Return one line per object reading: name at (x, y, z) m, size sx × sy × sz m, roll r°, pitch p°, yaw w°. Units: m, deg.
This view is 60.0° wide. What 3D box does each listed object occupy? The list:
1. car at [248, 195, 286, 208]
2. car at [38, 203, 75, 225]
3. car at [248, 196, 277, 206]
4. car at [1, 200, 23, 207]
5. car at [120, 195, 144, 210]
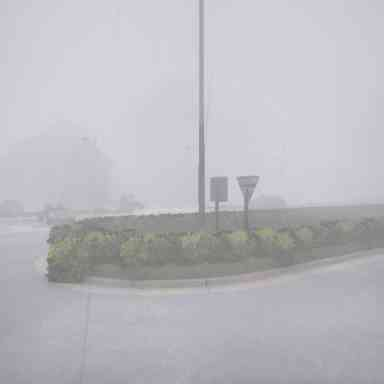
car at (8.279, 1.306, 37.372) m, size 1.932 × 1.855 × 4.605 m, roll 0°, pitch 0°, yaw -36°
car at (-9.830, 1.516, 24.051) m, size 1.784 × 1.438 × 3.905 m, roll 0°, pitch 0°, yaw -36°
car at (11.867, 1.476, 56.325) m, size 2.242 × 1.667 × 4.611 m, roll 0°, pitch 0°, yaw -36°
car at (-18.336, 1.501, 33.776) m, size 1.816 × 1.474 × 4.193 m, roll 0°, pitch 0°, yaw -36°
car at (-7.746, 1.308, 42.138) m, size 1.905 × 1.878 × 3.866 m, roll 0°, pitch 0°, yaw -36°
